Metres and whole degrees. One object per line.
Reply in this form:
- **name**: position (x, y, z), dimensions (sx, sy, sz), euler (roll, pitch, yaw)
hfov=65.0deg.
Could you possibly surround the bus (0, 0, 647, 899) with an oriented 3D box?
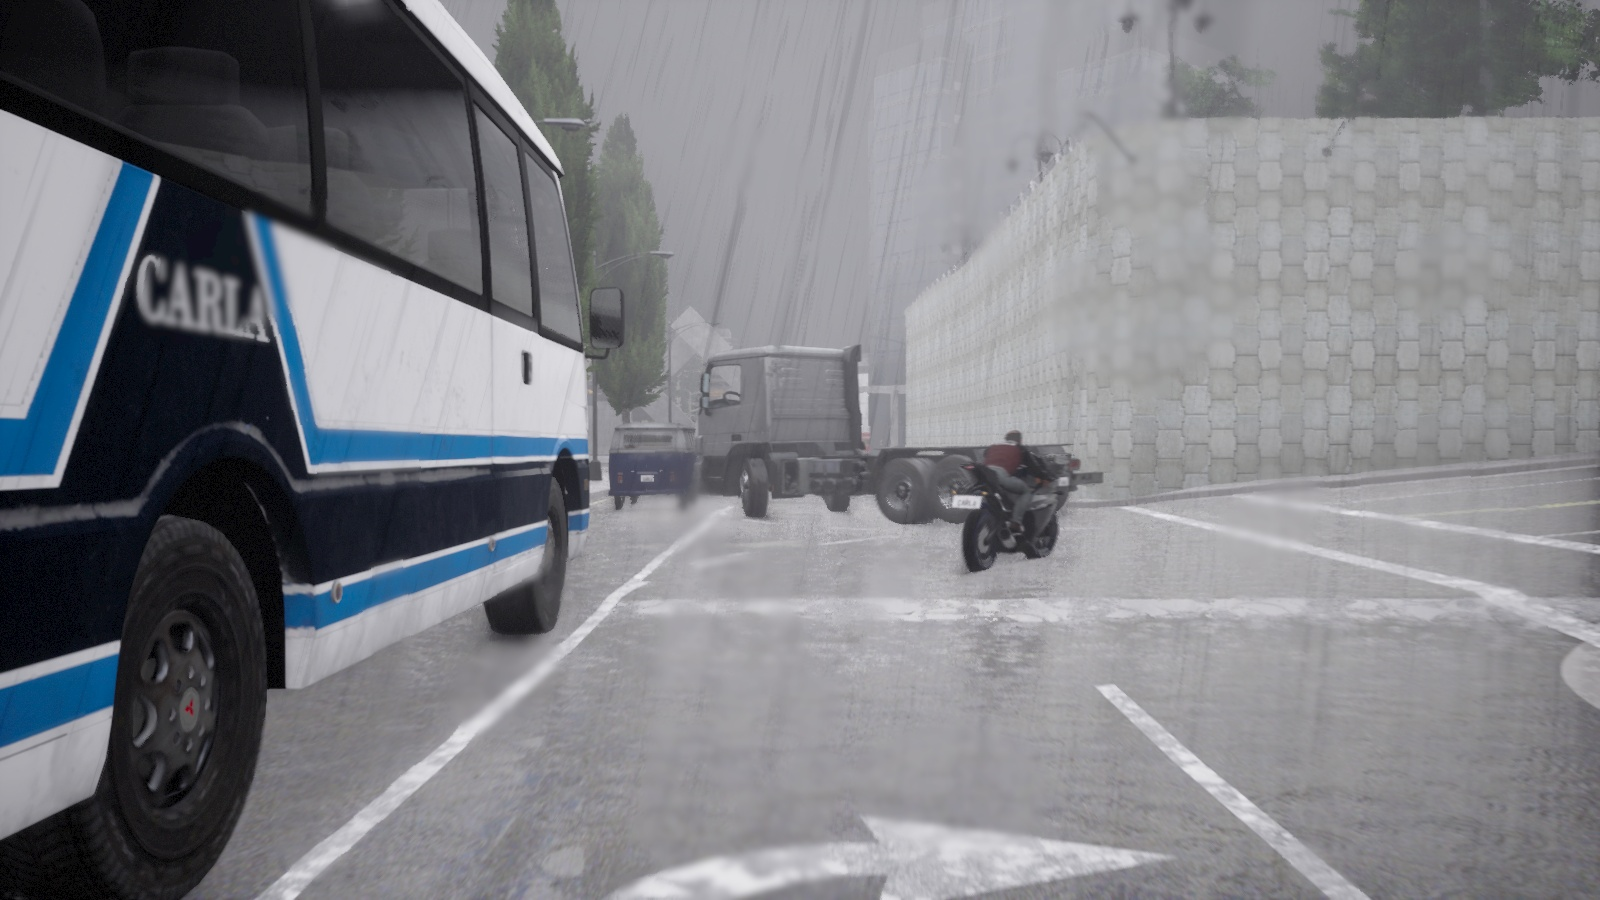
- **bus**: position (-3.446, -0.670, 6.691), dimensions (3.944, 4.253, 10.273), euler (0, 0, 0)

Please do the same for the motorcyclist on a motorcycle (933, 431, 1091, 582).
- **motorcyclist on a motorcycle**: position (2.392, 0.558, 13.933), dimensions (0.866, 1.530, 2.191), euler (1, 1, 35)

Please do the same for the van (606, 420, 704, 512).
- **van**: position (-3.318, 0.333, 29.472), dimensions (1.775, 1.987, 4.442), euler (0, 0, 0)

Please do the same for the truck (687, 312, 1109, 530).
- **truck**: position (1.561, -0.450, 23.790), dimensions (7.936, 3.462, 2.891), euler (-1, 0, 45)
